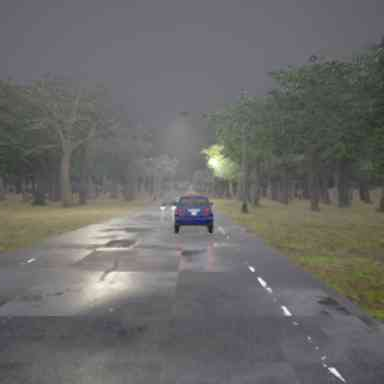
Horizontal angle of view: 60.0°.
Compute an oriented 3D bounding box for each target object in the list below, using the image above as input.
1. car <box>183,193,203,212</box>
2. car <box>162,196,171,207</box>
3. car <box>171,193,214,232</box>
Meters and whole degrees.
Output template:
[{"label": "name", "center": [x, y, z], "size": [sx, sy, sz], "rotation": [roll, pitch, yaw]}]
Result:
[{"label": "car", "center": [0.101, 1.171, 38.618], "size": [2.150, 2.045, 5.566], "rotation": [0, 0, 0]}, {"label": "car", "center": [-3.498, 1.439, 51.242], "size": [1.837, 1.490, 4.892], "rotation": [0, 0, 0]}, {"label": "car", "center": [0.101, 1.199, 19.940], "size": [2.150, 2.045, 5.566], "rotation": [0, 0, 0]}]
